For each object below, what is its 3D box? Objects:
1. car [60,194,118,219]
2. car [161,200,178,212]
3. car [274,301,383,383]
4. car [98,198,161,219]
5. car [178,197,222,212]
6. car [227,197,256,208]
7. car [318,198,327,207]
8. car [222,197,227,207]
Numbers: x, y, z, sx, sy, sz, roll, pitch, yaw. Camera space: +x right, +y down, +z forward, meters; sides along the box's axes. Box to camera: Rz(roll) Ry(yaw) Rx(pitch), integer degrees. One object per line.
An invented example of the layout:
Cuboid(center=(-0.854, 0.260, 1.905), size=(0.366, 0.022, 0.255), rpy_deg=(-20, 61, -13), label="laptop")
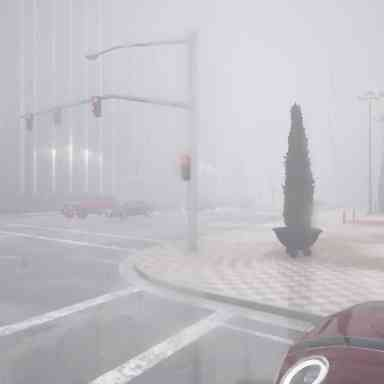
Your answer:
Cuboid(center=(-8.944, 1.219, 29.907), size=(2.150, 2.045, 5.566), rpy_deg=(0, 0, 35), label="car")
Cuboid(center=(-2.977, 1.561, 38.473), size=(1.994, 1.385, 4.181), rpy_deg=(0, 0, 35), label="car")
Cuboid(center=(2.793, 1.352, 1.978), size=(4.553, 1.767, 2.097), rpy_deg=(0, 0, 36), label="car")
Cuboid(center=(-5.349, 1.489, 28.957), size=(2.128, 1.511, 4.902), rpy_deg=(0, 0, 35), label="car")
Cuboid(center=(0.992, 1.490, 38.054), size=(2.128, 1.511, 4.902), rpy_deg=(0, 0, 35), label="car")
Cuboid(center=(7.408, 1.485, 47.235), size=(2.128, 1.511, 4.902), rpy_deg=(0, 1, 35), label="car")
Cuboid(center=(19.944, 1.599, 52.681), size=(1.895, 1.301, 4.718), rpy_deg=(0, 0, 35), label="car")
Cuboid(center=(4.452, 1.475, 49.109), size=(1.882, 1.535, 5.008), rpy_deg=(0, 0, 35), label="car")
